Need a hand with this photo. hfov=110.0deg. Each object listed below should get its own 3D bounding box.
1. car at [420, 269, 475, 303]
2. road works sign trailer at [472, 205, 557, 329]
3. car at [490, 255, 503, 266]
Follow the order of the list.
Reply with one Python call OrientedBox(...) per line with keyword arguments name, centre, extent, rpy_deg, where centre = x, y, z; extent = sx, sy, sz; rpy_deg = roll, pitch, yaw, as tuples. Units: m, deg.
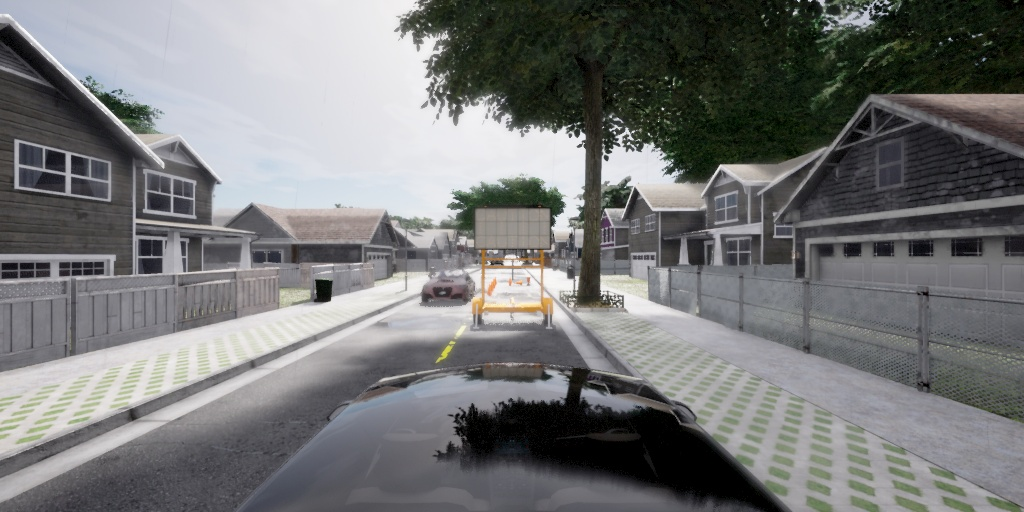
OrientedBox(name="car", centre=(-2.825, 1.310, 16.577), extent=(1.994, 1.385, 4.181), rpy_deg=(0, 0, 0))
OrientedBox(name="road works sign trailer", centre=(0.022, 0.213, 11.244), extent=(2.380, 3.560, 2.880), rpy_deg=(0, 0, 0))
OrientedBox(name="car", centre=(-2.637, 0.907, 63.072), extent=(2.150, 2.045, 5.566), rpy_deg=(0, 0, 0))
